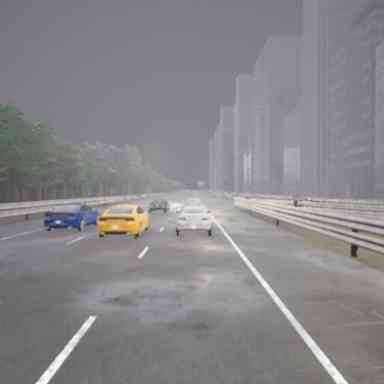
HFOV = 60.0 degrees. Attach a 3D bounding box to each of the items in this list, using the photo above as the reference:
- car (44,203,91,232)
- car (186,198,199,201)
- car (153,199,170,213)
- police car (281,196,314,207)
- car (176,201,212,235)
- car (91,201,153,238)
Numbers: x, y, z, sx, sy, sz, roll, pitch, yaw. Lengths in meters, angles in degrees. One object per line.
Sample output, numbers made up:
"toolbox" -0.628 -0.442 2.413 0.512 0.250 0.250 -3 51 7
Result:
"car" -6.912 1.394 19.623 1.882 1.535 5.008 0 0 0
"car" 0.078 1.379 36.823 1.812 1.442 4.674 0 0 0
"car" -3.421 1.406 35.277 2.033 1.411 5.357 0 0 0
"police car" 12.276 1.342 39.394 1.930 1.638 5.238 0 0 -16
"car" 0.077 1.448 18.308 1.812 1.442 4.674 0 0 0
"car" -3.411 1.404 17.255 1.882 1.535 5.008 0 0 0
